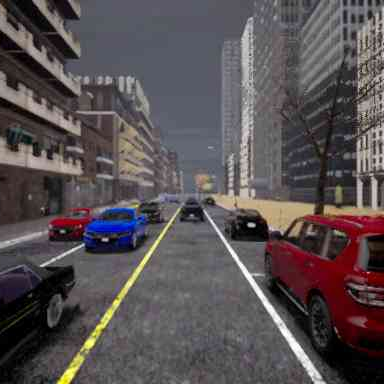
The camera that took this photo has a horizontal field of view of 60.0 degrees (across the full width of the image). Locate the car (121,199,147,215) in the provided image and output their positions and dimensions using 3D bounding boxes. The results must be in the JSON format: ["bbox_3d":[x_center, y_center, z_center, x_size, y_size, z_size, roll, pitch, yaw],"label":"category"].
[{"bbox_3d":[-5.761,1.429,33.352,1.752,1.417,4.829,0,0,0],"label":"car"}]

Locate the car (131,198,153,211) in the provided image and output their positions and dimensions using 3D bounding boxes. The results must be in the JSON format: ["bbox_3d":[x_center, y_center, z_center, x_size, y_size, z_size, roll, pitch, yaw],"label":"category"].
[{"bbox_3d":[-5.775,1.455,39.044,1.947,1.339,4.313,0,0,0],"label":"car"}]

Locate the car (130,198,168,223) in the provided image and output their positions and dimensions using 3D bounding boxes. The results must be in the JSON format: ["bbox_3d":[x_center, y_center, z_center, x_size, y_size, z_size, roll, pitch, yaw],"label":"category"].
[{"bbox_3d":[-3.104,1.431,24.858,1.837,1.490,4.892,0,0,0],"label":"car"}]

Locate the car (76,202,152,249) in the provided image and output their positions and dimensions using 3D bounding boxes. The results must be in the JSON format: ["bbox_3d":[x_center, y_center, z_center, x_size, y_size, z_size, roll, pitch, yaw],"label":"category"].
[{"bbox_3d":[-3.121,1.434,14.444,1.882,1.535,5.008,0,0,0],"label":"car"}]

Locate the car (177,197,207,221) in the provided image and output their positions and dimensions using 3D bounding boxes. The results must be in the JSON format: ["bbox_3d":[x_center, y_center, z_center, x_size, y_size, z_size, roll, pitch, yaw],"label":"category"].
[{"bbox_3d":[0.002,1.424,26.556,1.837,1.490,4.892,0,0,0],"label":"car"}]

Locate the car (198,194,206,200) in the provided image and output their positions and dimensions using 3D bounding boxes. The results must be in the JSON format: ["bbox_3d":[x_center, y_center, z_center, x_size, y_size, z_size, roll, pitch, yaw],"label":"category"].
[{"bbox_3d":[2.502,1.230,83.245,1.967,1.590,4.097,0,0,0],"label":"car"}]

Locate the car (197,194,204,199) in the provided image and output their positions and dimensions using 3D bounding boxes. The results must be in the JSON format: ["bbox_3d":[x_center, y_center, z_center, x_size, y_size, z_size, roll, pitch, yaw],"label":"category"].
[{"bbox_3d":[2.476,1.340,94.292,1.947,1.339,4.313,0,0,0],"label":"car"}]

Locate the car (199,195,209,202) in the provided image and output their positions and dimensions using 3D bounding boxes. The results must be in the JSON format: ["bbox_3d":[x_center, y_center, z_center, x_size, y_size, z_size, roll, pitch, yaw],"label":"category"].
[{"bbox_3d":[2.528,1.361,72.201,2.008,1.369,4.403,0,0,0],"label":"car"}]

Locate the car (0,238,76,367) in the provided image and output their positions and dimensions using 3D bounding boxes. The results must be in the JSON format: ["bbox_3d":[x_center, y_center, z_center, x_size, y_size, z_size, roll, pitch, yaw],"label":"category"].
[{"bbox_3d":[-3.106,1.590,4.041,1.895,1.301,4.718,0,0,0],"label":"car"}]

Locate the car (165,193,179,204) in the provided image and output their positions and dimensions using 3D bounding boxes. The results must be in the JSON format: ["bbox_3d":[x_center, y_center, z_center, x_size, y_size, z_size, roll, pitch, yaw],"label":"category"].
[{"bbox_3d":[-3.164,1.387,60.193,2.033,1.411,5.357,0,0,1],"label":"car"}]

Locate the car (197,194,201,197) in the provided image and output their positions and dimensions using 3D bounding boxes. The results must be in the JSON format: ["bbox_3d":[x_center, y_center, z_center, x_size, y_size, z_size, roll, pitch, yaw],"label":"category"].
[{"bbox_3d":[-0.020,1.393,45.542,1.812,1.442,4.674,0,0,0],"label":"car"}]

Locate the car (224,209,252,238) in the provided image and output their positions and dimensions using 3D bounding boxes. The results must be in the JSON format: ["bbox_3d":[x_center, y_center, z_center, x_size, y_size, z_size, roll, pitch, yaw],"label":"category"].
[{"bbox_3d":[2.658,1.510,16.971,1.947,1.339,4.313,0,0,0],"label":"car"}]

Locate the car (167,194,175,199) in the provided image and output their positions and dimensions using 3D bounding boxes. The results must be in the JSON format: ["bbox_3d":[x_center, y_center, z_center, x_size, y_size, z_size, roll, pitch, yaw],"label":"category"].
[{"bbox_3d":[-5.905,1.332,94.272,2.008,1.369,4.403,0,0,0],"label":"car"}]

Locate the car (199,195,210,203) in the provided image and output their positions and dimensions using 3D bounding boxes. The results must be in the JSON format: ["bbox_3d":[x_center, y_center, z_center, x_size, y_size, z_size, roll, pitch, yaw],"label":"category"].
[{"bbox_3d":[2.541,1.372,66.677,2.008,1.369,4.403,0,0,0],"label":"car"}]

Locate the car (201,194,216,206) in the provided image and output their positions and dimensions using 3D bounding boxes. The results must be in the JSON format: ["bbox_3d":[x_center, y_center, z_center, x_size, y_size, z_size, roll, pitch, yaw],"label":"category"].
[{"bbox_3d":[2.580,1.421,50.109,1.947,1.339,4.313,0,0,0],"label":"car"}]

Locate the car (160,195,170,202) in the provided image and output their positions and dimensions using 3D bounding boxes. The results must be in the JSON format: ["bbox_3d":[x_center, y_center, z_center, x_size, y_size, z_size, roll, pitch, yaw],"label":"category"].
[{"bbox_3d":[-5.853,1.363,72.182,1.887,1.381,4.507,0,0,0],"label":"car"}]

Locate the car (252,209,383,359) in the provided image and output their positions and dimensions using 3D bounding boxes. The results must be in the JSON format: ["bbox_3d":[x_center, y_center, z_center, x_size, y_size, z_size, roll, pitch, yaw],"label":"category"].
[{"bbox_3d":[2.686,1.293,5.926,2.192,1.841,5.009,0,0,0],"label":"car"}]

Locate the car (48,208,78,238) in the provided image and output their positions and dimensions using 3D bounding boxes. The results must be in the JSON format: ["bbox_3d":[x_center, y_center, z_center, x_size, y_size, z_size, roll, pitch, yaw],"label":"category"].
[{"bbox_3d":[-5.722,1.496,16.952,1.887,1.381,4.507,0,0,0],"label":"car"}]

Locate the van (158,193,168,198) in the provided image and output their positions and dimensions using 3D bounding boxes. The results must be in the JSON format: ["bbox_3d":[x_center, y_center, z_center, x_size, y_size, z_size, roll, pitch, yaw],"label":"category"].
[{"bbox_3d":[-5.840,1.170,66.658,1.690,1.788,3.998,0,0,0],"label":"van"}]

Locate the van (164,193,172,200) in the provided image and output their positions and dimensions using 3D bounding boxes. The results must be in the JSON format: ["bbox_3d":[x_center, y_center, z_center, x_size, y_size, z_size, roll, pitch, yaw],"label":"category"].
[{"bbox_3d":[-5.879,1.139,83.226,1.690,1.788,3.998,0,0,0],"label":"van"}]
